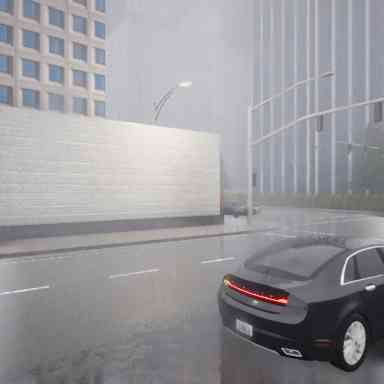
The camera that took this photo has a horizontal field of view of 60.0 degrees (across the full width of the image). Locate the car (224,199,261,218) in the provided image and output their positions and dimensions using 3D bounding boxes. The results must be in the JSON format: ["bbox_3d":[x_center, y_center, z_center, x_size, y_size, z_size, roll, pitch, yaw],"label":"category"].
[{"bbox_3d":[3.599,1.603,31.575,2.033,1.411,5.357,0,0,-36],"label":"car"}]

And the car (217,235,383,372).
[{"bbox_3d":[2.658,1.505,5.696,4.892,1.490,1.837,0,0,-35],"label":"car"}]

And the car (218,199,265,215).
[{"bbox_3d":[5.160,1.547,35.407,2.128,1.511,4.902,0,0,-36],"label":"car"}]
